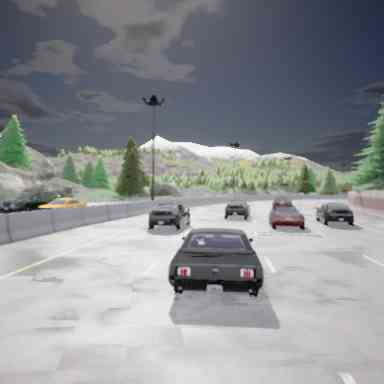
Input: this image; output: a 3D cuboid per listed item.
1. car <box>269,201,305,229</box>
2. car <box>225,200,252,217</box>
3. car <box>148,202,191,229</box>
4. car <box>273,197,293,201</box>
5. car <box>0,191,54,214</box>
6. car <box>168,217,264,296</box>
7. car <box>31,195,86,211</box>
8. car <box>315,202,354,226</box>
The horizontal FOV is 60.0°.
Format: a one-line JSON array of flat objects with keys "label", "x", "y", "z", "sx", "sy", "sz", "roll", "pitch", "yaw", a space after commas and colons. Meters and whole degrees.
[{"label": "car", "x": 6.033, "y": 1.535, "z": 21.430, "sx": 1.994, "sy": 1.385, "sz": 4.181, "roll": 1, "pitch": 0, "yaw": 11}, {"label": "car", "x": 3.935, "y": 1.427, "z": 28.349, "sx": 1.837, "sy": 1.490, "sz": 4.892, "roll": 0, "pitch": 0, "yaw": 13}, {"label": "car", "x": -1.286, "y": 1.409, "z": 20.411, "sx": 1.837, "sy": 1.490, "sz": 4.892, "roll": 0, "pitch": 0, "yaw": 9}, {"label": "car", "x": 10.387, "y": 1.296, "z": 38.170, "sx": 2.097, "sy": 1.767, "sz": 4.553, "roll": 1, "pitch": 0, "yaw": 18}, {"label": "car", "x": -14.070, "y": 0.968, "z": 28.942, "sx": 2.150, "sy": 2.045, "sz": 5.566, "roll": 1, "pitch": 0, "yaw": 12}, {"label": "car", "x": 0.648, "y": 1.572, "z": 8.625, "sx": 1.895, "sy": 1.301, "sz": 4.718, "roll": 1, "pitch": 0, "yaw": 5}, {"label": "car", "x": -10.724, "y": 1.261, "z": 27.765, "sx": 1.882, "sy": 1.535, "sz": 5.008, "roll": 1, "pitch": 0, "yaw": 12}, {"label": "car", "x": 10.015, "y": 1.505, "z": 23.559, "sx": 1.837, "sy": 1.490, "sz": 4.892, "roll": 0, "pitch": 0, "yaw": 12}]
